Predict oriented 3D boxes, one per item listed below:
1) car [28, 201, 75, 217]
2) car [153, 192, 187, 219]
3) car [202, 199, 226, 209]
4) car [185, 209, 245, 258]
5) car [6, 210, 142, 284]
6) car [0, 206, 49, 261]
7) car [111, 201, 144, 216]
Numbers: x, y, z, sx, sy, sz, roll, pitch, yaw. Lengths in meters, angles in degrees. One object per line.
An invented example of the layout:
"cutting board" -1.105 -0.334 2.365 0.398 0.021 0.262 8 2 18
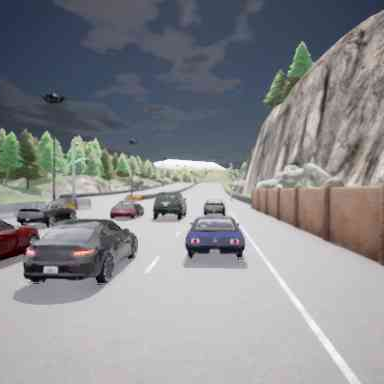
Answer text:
"car" -9.099 1.343 21.170 2.128 1.511 4.902 0 0 4
"car" -1.702 1.055 26.923 2.150 2.045 5.566 0 0 4
"car" 1.954 1.325 29.105 2.128 1.511 4.902 0 0 4
"car" 0.845 1.531 12.410 1.895 1.301 4.718 0 0 4
"car" -2.846 1.463 9.298 1.812 1.442 4.674 0 0 3
"car" -6.332 1.403 9.571 1.882 1.535 5.008 0 1 3
"car" -5.199 1.392 27.080 1.994 1.385 4.181 0 0 4
